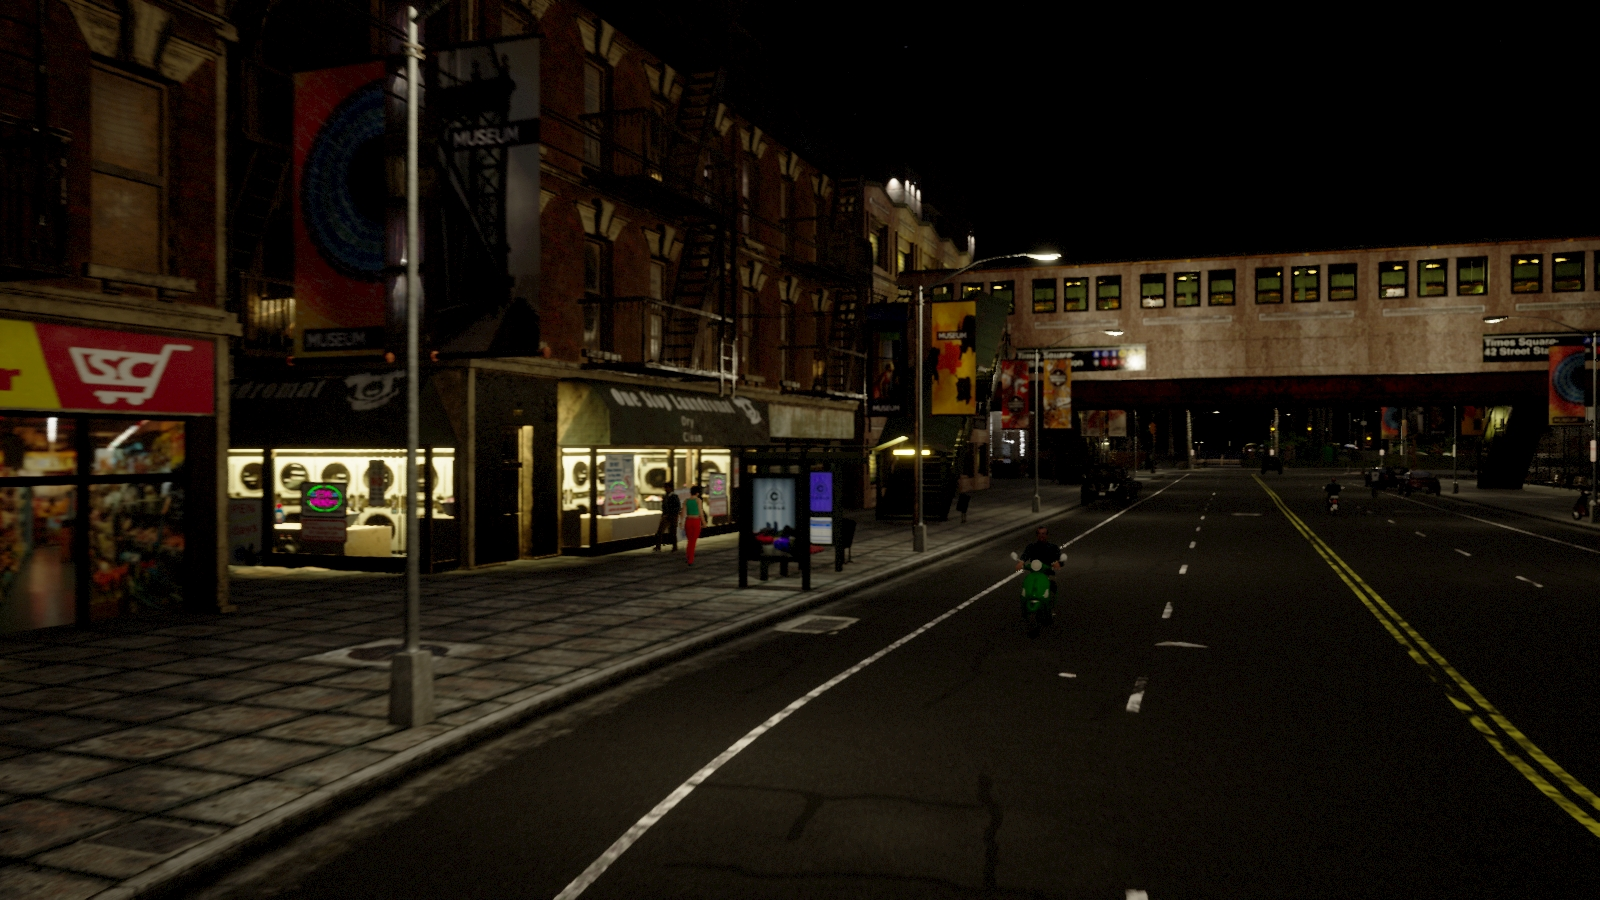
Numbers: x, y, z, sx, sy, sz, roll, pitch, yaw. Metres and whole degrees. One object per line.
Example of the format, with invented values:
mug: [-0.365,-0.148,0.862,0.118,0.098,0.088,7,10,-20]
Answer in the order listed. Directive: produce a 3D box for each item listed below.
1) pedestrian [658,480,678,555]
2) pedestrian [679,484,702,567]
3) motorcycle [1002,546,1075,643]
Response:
pedestrian: [-3.331,1.696,28.836,0.375,1.860,0.375,0,0,30]
pedestrian: [-2.472,1.696,25.819,0.375,1.860,0.375,0,0,21]
motorcycle: [3.697,2.183,17.597,0.856,1.236,1.805,1,0,20]
